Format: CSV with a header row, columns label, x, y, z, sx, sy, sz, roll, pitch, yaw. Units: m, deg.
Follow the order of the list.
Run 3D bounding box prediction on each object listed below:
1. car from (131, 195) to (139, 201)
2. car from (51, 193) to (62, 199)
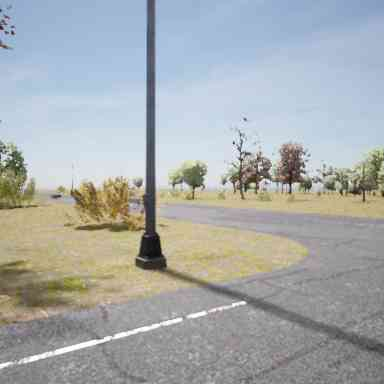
label,x,y,z,sx,sy,sz,roll,pitch,yaw
car,-10.748,1.013,56.652,1.895,1.301,4.718,-1,1,-35
car,-29.383,0.792,72.006,1.895,1.301,4.718,-1,1,-29
